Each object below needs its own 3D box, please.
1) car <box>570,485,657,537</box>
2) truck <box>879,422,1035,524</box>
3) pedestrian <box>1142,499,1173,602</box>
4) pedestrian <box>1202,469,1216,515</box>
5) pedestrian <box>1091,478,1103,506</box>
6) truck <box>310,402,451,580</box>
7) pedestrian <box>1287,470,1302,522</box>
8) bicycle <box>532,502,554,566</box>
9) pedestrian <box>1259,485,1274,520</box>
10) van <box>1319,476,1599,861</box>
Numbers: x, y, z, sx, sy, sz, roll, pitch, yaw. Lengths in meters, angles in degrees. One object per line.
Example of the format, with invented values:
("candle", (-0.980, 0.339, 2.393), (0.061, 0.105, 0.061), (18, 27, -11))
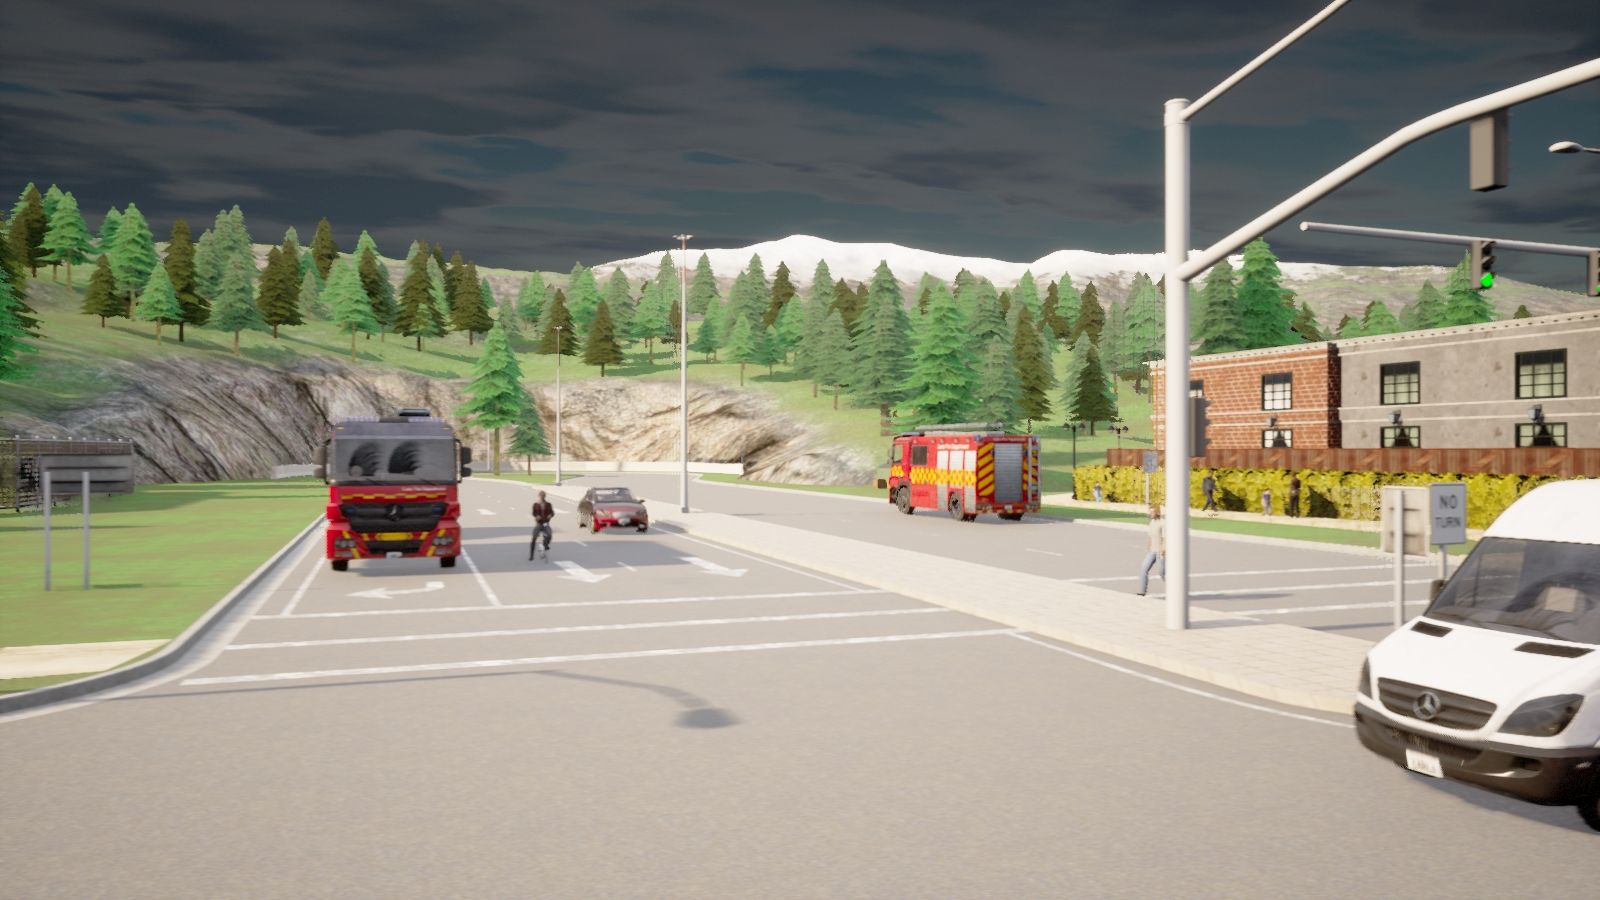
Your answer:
("car", (-6.505, 2.043, 39.347), (2.128, 1.511, 4.902), (0, 0, -19))
("truck", (6.267, 0.878, 47.400), (2.891, 3.827, 8.468), (0, 0, -19))
("pedestrian", (6.573, 1.841, 21.011), (0.375, 1.860, 0.375), (0, 0, -23))
("pedestrian", (16.421, 1.680, 45.877), (0.375, 1.860, 0.375), (0, 0, -26))
("pedestrian", (13.855, 1.960, 53.323), (0.375, 1.300, 0.375), (0, 0, -20))
("truck", (-10.558, 0.891, 29.016), (2.891, 3.827, 8.468), (0, 0, -19))
("pedestrian", (17.995, 1.679, 41.575), (0.375, 1.860, 0.375), (0, 0, -15))
("bicycle", (-6.400, 2.058, 28.455), (0.329, 1.471, 1.835), (0, 0, -19))
("pedestrian", (17.460, 1.961, 42.751), (0.375, 1.300, 0.375), (0, 0, -15))
("van", (7.517, 1.528, 9.756), (5.915, 2.561, 1.988), (0, 0, -20))
